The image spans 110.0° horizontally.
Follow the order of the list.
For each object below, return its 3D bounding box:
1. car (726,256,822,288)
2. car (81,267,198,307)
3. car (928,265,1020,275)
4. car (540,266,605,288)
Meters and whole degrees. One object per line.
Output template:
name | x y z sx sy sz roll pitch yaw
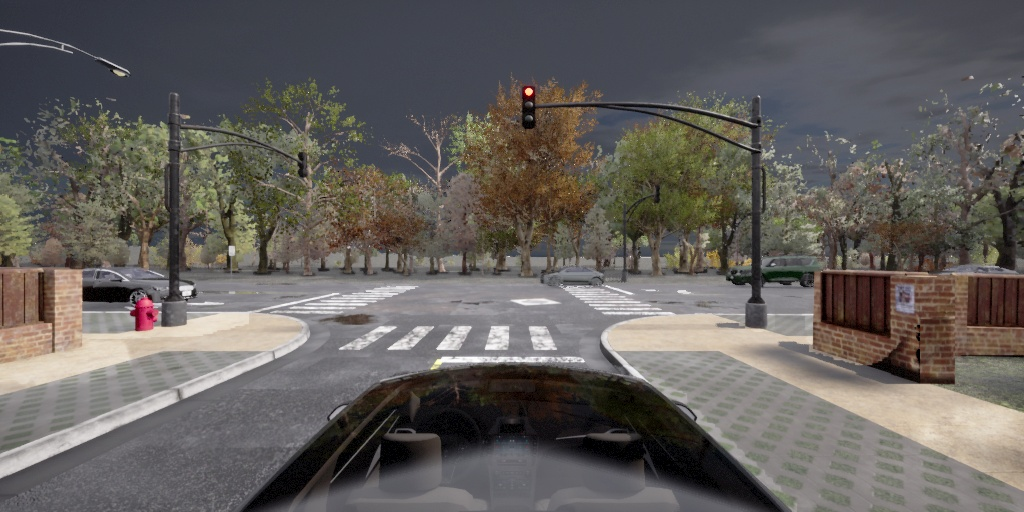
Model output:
car | 17.458 1.037 23.951 5.566 2.045 2.150 -1 0 0
car | -15.117 1.183 13.965 4.902 1.511 2.128 0 0 0
car | 30.639 1.358 23.958 4.902 1.511 2.128 0 0 0
car | 4.008 1.341 23.936 4.181 1.385 1.994 0 0 0
